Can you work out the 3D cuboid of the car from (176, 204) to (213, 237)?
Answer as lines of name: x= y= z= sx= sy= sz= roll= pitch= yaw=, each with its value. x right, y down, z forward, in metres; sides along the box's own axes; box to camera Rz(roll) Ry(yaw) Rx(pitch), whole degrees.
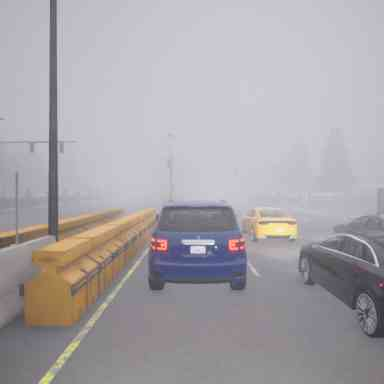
car: x=0.151 y=1.505 z=19.026 sx=1.837 sy=1.490 sz=4.892 roll=0 pitch=0 yaw=0

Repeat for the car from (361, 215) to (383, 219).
car: x=7.130 y=1.547 z=12.355 sx=2.033 sy=1.411 sz=5.357 roll=0 pitch=0 yaw=0

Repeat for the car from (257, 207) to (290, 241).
car: x=3.643 y=1.477 z=16.411 sx=1.882 sy=1.535 sz=5.008 roll=0 pitch=0 yaw=0

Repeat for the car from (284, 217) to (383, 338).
car: x=3.614 y=1.491 z=6.569 sx=2.128 sy=1.511 sz=4.902 roll=0 pitch=0 yaw=0

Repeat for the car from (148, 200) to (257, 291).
car: x=0.125 y=1.221 z=9.177 sx=2.150 sy=2.045 sz=5.566 roll=0 pitch=0 yaw=0
